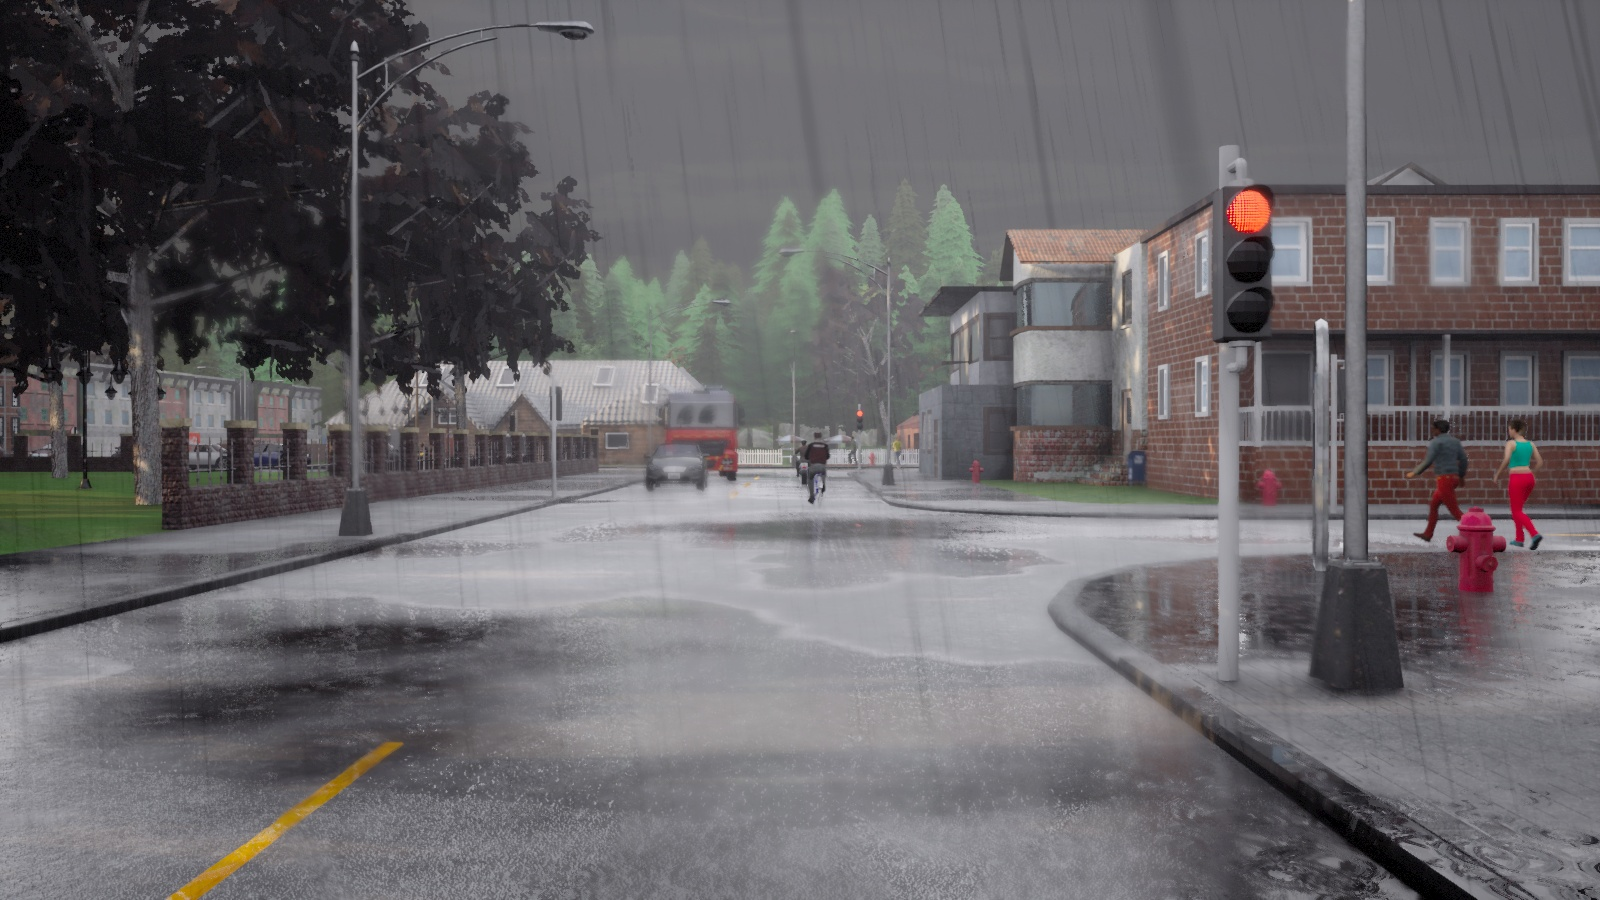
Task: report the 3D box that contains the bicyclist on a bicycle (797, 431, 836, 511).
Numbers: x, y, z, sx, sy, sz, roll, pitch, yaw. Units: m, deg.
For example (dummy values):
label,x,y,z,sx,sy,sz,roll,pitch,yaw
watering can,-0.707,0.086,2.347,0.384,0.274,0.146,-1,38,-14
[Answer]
label,x,y,z,sx,sy,sz,roll,pitch,yaw
bicyclist on a bicycle,0.364,0.454,28.949,0.659,1.776,1.843,0,1,-6

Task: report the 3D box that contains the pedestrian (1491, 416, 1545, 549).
label,x,y,z,sx,sy,sz,roll,pitch,yaw
pedestrian,10.101,0.451,17.678,0.345,1.836,0.594,0,0,-13

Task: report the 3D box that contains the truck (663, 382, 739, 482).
label,x,y,z,sx,sy,sz,roll,pitch,yaw
truck,-4.037,-0.718,52.503,2.891,3.827,8.468,0,0,-3

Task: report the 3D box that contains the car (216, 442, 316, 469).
label,x,y,z,sx,sy,sz,roll,pitch,yaw
car,-30.423,0.317,71.664,4.792,1.488,2.163,0,0,0

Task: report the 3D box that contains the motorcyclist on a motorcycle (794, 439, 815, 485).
label,x,y,z,sx,sy,sz,roll,pitch,yaw
motorcyclist on a motorcycle,0.155,0.435,46.404,0.766,1.649,2.350,0,0,0

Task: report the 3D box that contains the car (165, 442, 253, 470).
label,x,y,z,sx,sy,sz,roll,pitch,yaw
car,-31.765,0.305,67.616,3.806,1.475,1.970,0,0,-1

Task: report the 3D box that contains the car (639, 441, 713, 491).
label,x,y,z,sx,sy,sz,roll,pitch,yaw
car,-3.947,0.470,40.708,2.128,1.511,4.902,0,0,-3

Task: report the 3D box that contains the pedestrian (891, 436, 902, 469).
label,x,y,z,sx,sy,sz,roll,pitch,yaw
pedestrian,5.483,0.139,71.138,0.354,1.836,0.706,0,0,-23

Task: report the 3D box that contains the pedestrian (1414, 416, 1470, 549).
label,x,y,z,sx,sy,sz,roll,pitch,yaw
pedestrian,9.090,0.443,17.784,0.353,1.847,0.614,0,0,-30
